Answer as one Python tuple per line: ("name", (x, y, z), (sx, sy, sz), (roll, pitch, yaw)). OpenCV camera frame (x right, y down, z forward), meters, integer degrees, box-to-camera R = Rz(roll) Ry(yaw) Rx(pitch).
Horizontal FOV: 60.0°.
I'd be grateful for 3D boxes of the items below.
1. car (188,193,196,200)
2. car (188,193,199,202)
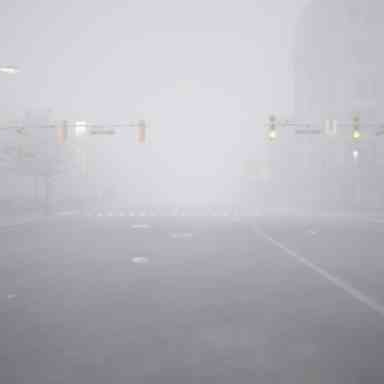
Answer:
("car", (0.000, 1.125, 82.738), (2.097, 1.767, 4.553), (0, 0, 1))
("car", (0.001, 1.368, 72.358), (2.033, 1.411, 5.357), (0, 0, 0))
